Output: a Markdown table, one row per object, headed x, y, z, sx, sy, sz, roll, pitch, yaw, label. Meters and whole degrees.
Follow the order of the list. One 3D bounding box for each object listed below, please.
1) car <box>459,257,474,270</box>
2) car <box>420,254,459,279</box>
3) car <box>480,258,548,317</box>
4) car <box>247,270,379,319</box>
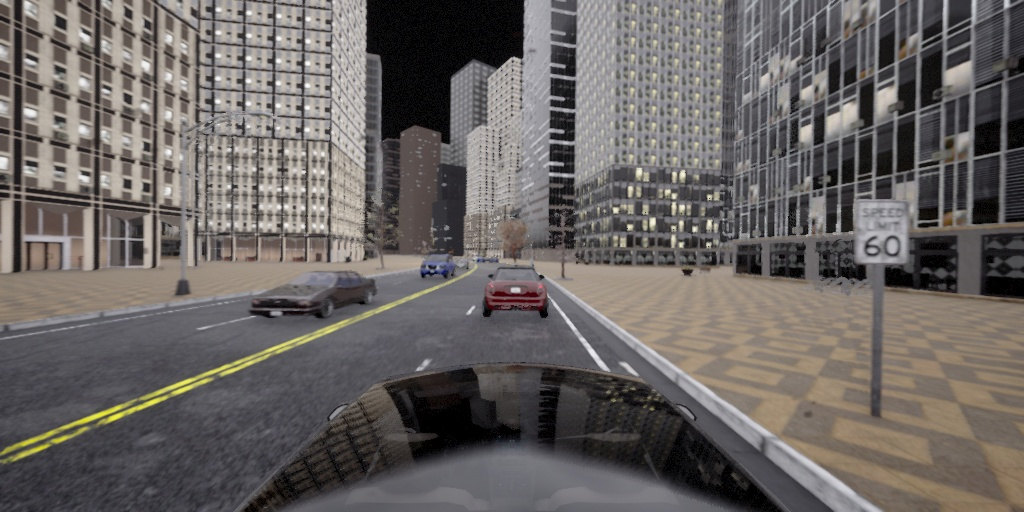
| x | y | z | sx | sy | sz | roll | pitch | yaw | label |
| --- | --- | --- | --- | --- | --- | --- | --- | --- | --- |
| -6.846 | 1.115 | 49.572 | 2.128 | 1.511 | 4.902 | 1 | 0 | -3 | car |
| -6.275 | 0.856 | 30.961 | 2.150 | 2.045 | 5.566 | 1 | 0 | 0 | car |
| 0.150 | 1.093 | 13.399 | 2.097 | 1.767 | 4.553 | 1 | 0 | 1 | car |
| -6.464 | 1.199 | 12.559 | 2.033 | 1.411 | 5.357 | 1 | 0 | 1 | car |
